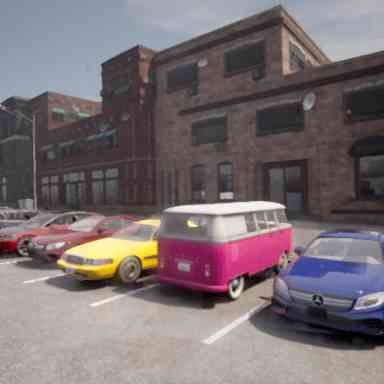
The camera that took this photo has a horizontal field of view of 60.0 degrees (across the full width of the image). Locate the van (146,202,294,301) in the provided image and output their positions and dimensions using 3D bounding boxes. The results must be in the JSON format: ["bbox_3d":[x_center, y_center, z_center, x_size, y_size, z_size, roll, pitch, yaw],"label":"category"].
[{"bbox_3d":[1.129,1.268,8.532,1.878,1.987,4.442,0,0,37],"label":"van"}]

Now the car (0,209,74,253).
[{"bbox_3d":[-5.461,1.524,13.397,2.163,1.488,4.792,0,0,39],"label":"car"}]

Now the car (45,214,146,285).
[{"bbox_3d":[-1.239,1.492,9.930,1.946,1.575,5.366,0,0,37],"label":"car"}]

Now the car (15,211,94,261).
[{"bbox_3d":[-3.291,1.536,11.739,2.002,1.452,4.674,0,0,38],"label":"car"}]

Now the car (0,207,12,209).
[{"bbox_3d":[-7.557,1.520,15.146,2.163,1.488,4.792,0,0,39],"label":"car"}]

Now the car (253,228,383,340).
[{"bbox_3d":[3.245,1.530,6.829,2.002,1.452,4.674,0,0,36],"label":"car"}]
